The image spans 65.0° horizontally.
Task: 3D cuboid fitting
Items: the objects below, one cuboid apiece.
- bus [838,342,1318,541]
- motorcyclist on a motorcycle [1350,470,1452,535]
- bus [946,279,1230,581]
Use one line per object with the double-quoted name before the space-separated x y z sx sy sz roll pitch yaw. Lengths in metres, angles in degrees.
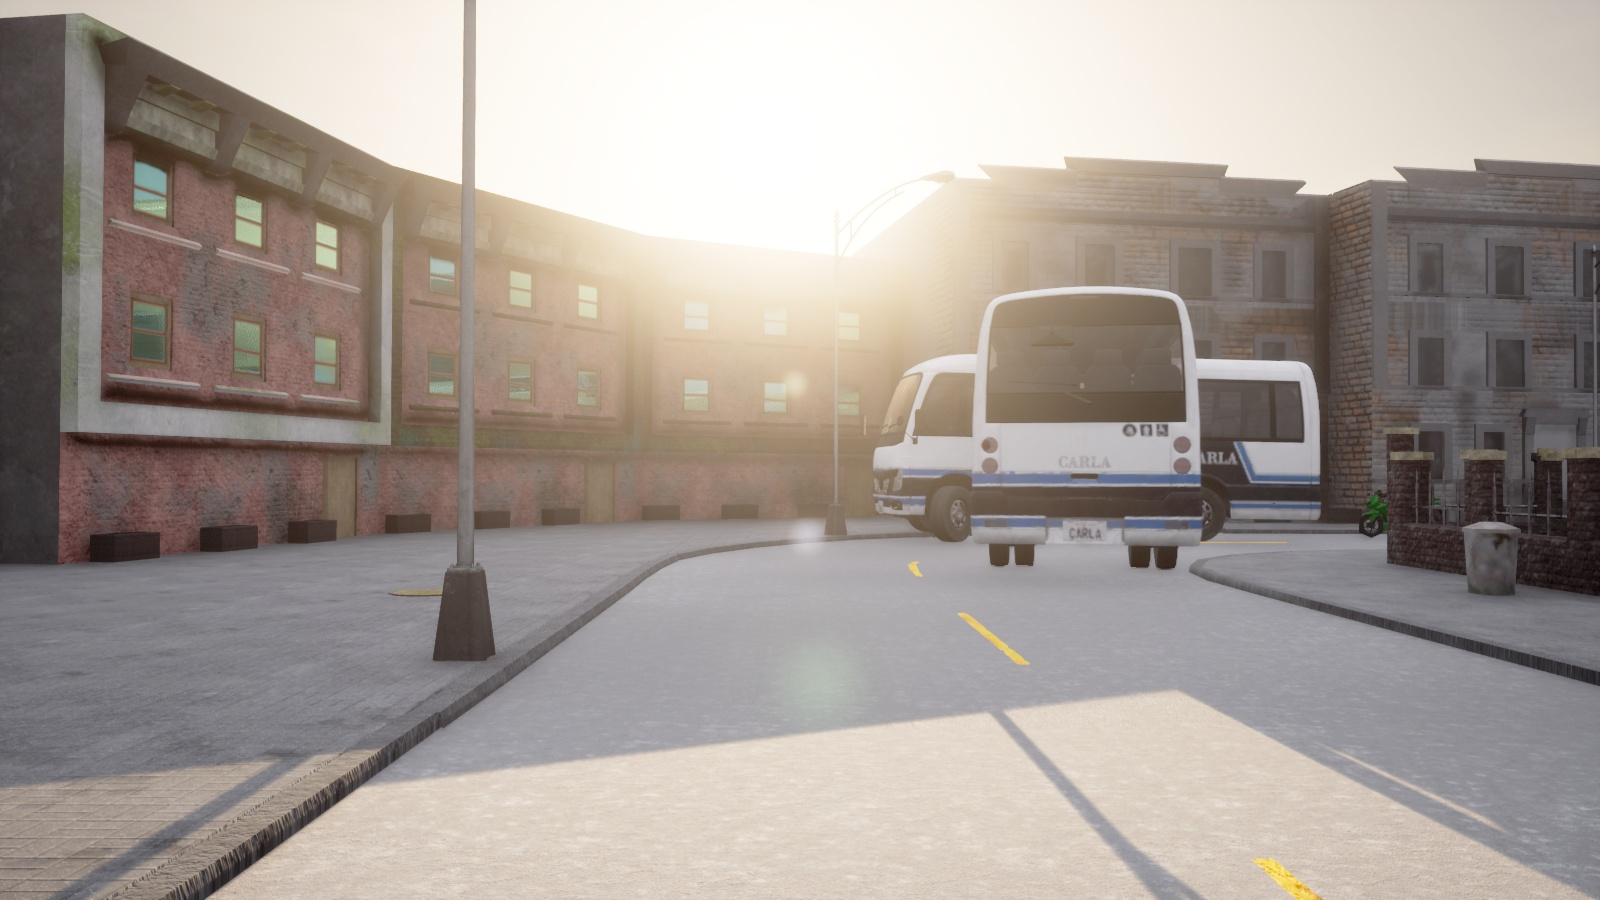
"bus" 6.254 -0.117 29.503 10.273 4.253 3.944 1 -1 -6
"motorcyclist on a motorcycle" 14.416 1.244 30.164 2.044 1.523 0.797 0 -1 0
"bus" 5.136 -0.191 23.121 3.944 4.253 10.273 -1 -1 12
